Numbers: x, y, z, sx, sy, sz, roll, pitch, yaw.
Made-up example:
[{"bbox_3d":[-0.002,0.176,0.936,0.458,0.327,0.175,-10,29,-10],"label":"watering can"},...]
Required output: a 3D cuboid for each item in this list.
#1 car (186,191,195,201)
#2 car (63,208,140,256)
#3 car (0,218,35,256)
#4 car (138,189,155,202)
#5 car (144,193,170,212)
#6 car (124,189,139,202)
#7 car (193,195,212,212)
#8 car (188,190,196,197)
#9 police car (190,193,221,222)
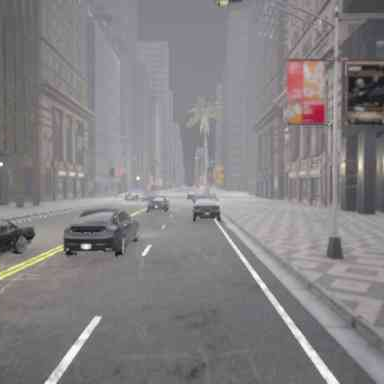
[{"bbox_3d":[-0.018,0.698,59.282,1.882,1.535,5.008,0,1,0],"label":"car"},{"bbox_3d":[-3.155,1.346,12.334,1.837,1.490,4.892,0,1,0],"label":"car"},{"bbox_3d":[-6.601,1.474,9.810,1.895,1.301,4.718,0,1,0],"label":"car"},{"bbox_3d":[-6.566,0.673,51.737,2.097,1.767,4.553,0,1,0],"label":"car"},{"bbox_3d":[-3.161,1.113,31.775,1.812,1.442,4.674,0,1,0],"label":"car"},{"bbox_3d":[-9.814,0.776,54.503,2.128,1.511,4.902,0,1,1],"label":"car"},{"bbox_3d":[0.964,1.091,33.469,1.812,1.442,4.674,0,1,0],"label":"car"},{"bbox_3d":[-0.026,0.388,79.109,1.882,1.535,5.008,0,1,0],"label":"car"},{"bbox_3d":[0.968,1.120,23.578,1.930,1.638,5.238,0,1,0],"label":"police car"}]
